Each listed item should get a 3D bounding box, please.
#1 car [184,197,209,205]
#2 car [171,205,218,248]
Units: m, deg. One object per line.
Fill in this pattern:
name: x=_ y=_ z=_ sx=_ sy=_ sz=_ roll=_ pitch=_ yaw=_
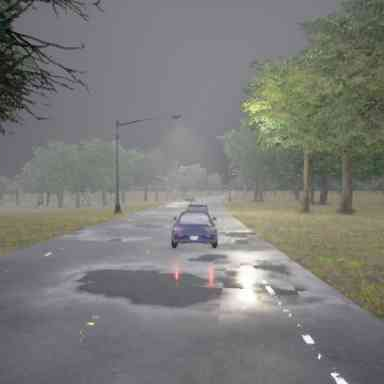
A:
car: x=0.494 y=1.488 z=29.571 sx=2.128 sy=1.511 sz=4.902 roll=0 pitch=0 yaw=2
car: x=0.123 y=1.528 z=14.604 sx=1.812 sy=1.442 sz=4.674 roll=0 pitch=0 yaw=1
